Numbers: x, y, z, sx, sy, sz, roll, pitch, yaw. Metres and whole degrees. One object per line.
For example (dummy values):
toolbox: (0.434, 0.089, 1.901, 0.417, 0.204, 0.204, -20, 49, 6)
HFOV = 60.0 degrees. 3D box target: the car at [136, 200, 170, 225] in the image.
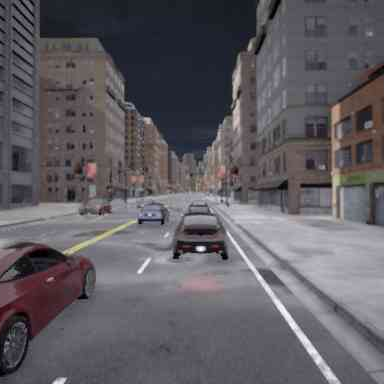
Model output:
car: (-2.714, 1.548, 24.315, 2.033, 1.411, 5.357, 0, 0, 1)

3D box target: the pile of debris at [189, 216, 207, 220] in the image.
pile of debris: (0.495, 2.169, 27.596, 1.500, 0.140, 1.860, 0, 0, 1)

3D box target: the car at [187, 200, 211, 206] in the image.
car: (0.622, 1.482, 29.547, 2.128, 1.511, 4.902, 0, 0, 1)

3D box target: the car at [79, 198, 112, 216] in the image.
car: (-9.266, 1.358, 32.217, 2.097, 1.767, 4.553, 0, 0, 1)

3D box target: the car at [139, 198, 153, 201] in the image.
car: (-5.806, 1.485, 42.152, 2.128, 1.511, 4.902, 0, 0, 1)

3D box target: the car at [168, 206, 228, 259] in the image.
car: (0.316, 1.503, 12.657, 1.837, 1.490, 4.892, 0, 0, 1)

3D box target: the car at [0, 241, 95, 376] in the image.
car: (-3.068, 1.531, 5.451, 1.812, 1.442, 4.674, 0, 0, 1)
